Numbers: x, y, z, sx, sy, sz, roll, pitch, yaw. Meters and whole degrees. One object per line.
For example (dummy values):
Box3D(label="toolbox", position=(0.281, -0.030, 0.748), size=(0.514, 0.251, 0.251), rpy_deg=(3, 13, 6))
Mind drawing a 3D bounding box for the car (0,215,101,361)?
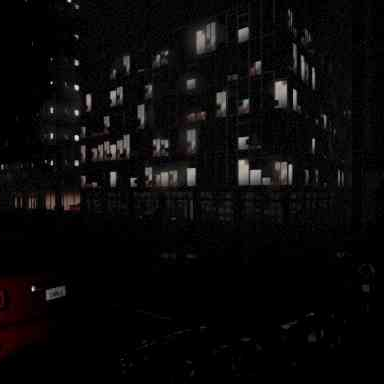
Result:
Box3D(label="car", position=(-3.607, 1.315, 5.452), size=(5.009, 1.841, 2.192), rpy_deg=(0, 0, 36))

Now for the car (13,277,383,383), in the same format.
Box3D(label="car", position=(0.889, 1.566, 2.243), size=(4.313, 1.339, 1.947), rpy_deg=(0, 0, 36))
